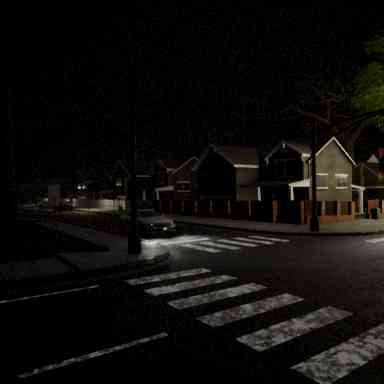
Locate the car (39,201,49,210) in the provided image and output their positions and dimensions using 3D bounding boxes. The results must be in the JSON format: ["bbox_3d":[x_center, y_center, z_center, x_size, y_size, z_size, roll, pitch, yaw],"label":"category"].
[{"bbox_3d":[-24.231,2.186,55.542,1.994,1.385,4.181,-1,0,-35],"label":"car"}]

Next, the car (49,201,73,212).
[{"bbox_3d":[-18.255,1.985,47.013,2.128,1.511,4.902,-1,0,-34],"label":"car"}]

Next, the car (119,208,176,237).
[{"bbox_3d":[-2.792,1.718,19.750,1.812,1.442,4.674,-1,0,-35],"label":"car"}]
